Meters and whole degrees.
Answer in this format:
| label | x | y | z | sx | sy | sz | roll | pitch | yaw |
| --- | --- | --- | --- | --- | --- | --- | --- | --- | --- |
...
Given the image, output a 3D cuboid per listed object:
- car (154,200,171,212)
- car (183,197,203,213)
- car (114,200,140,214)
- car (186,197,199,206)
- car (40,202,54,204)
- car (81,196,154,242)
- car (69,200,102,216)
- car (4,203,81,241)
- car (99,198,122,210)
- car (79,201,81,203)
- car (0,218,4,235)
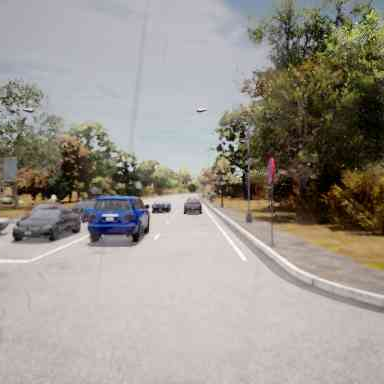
| label | x | y | z | sx | sy | sz | roll | pitch | yaw |
| --- | --- | --- | --- | --- | --- | --- | --- | --- | --- |
| car | -3.398 | 1.574 | 38.061 | 1.895 | 1.301 | 4.718 | 0 | 0 | 0 |
| car | 0.102 | 1.466 | 35.952 | 2.128 | 1.511 | 4.902 | 0 | 0 | 0 |
| car | -6.998 | 1.575 | 36.339 | 1.895 | 1.301 | 4.718 | 0 | 0 | 0 |
| car | 0.073 | 1.510 | 53.845 | 2.033 | 1.411 | 5.357 | 0 | 0 | 0 |
| car | -10.545 | 1.508 | 24.372 | 1.812 | 1.442 | 4.674 | 0 | 0 | 0 |
| car | -3.400 | 1.210 | 16.454 | 2.150 | 2.045 | 5.566 | 0 | 0 | 0 |
| car | -10.498 | 1.540 | 33.096 | 1.994 | 1.385 | 4.181 | 0 | 0 | 0 |
| car | -7.081 | 1.514 | 16.704 | 1.812 | 1.442 | 4.674 | 0 | 0 | 0 |
| car | -10.498 | 1.495 | 43.125 | 1.812 | 1.442 | 4.674 | 0 | 0 | 0 |
| car | -7.031 | 1.459 | 26.034 | 1.882 | 1.535 | 5.008 | 0 | 0 | 1 |
| car | -10.586 | 1.590 | 15.338 | 1.895 | 1.301 | 4.718 | 0 | 0 | 0 |
